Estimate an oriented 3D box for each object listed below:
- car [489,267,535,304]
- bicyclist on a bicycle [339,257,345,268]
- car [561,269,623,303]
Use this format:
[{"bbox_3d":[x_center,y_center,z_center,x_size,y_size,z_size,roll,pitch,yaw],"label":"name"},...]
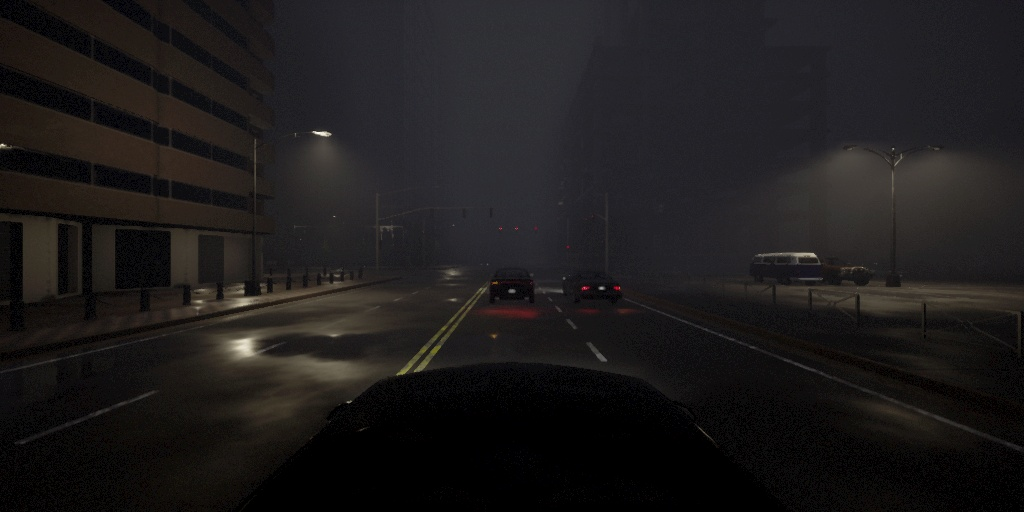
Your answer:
[{"bbox_3d":[0.000,1.234,16.500,1.882,1.535,5.008,0,0,0],"label":"car"},{"bbox_3d":[-25.411,0.993,53.618,0.582,1.620,1.656,0,0,0],"label":"bicyclist on a bicycle"},{"bbox_3d":[3.500,1.312,16.500,2.033,1.411,5.357,0,0,0],"label":"car"}]
